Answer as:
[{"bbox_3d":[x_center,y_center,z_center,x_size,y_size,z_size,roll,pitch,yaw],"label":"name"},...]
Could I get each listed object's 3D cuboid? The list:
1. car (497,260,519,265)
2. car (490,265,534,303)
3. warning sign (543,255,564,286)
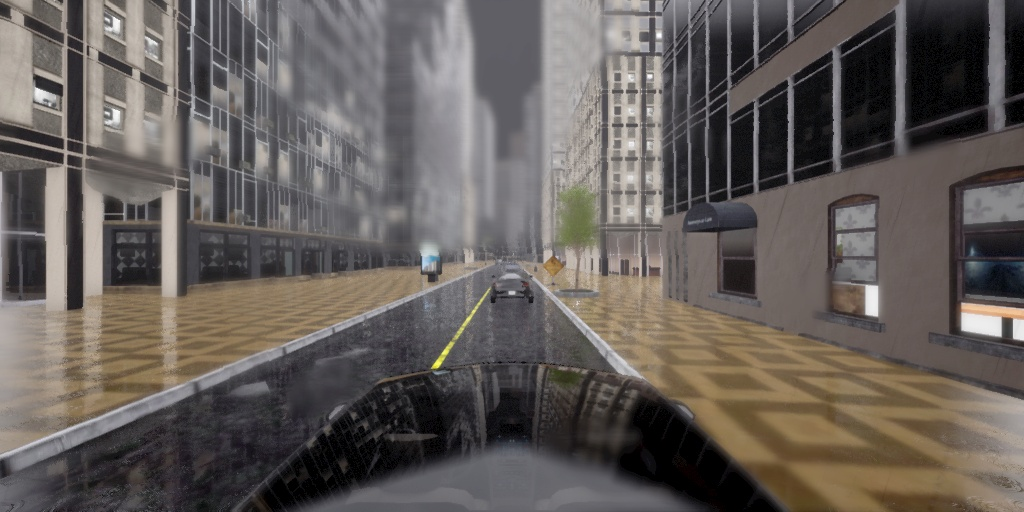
[{"bbox_3d":[0.000,1.358,31.501,2.033,1.411,5.357,0,0,0],"label":"car"},{"bbox_3d":[0.000,1.297,16.501,1.812,1.442,4.674,0,0,0],"label":"car"},{"bbox_3d":[2.517,0.889,21.889,1.300,1.860,1.060,0,0,0],"label":"warning sign"}]
